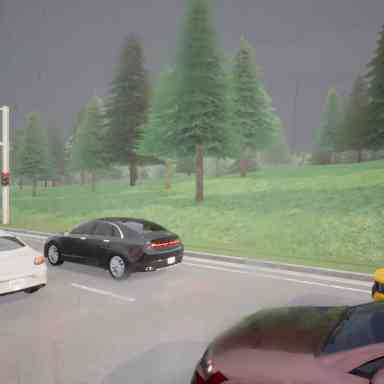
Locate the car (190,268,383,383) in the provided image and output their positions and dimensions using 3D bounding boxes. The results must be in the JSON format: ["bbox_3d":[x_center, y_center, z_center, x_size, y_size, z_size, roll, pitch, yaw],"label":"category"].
[{"bbox_3d":[2.027,1.564,2.546,4.181,1.385,1.994,0,0,35],"label":"car"}]

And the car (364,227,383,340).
[{"bbox_3d":[5.279,1.478,4.523,5.008,1.535,1.882,0,0,36],"label":"car"}]

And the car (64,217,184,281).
[{"bbox_3d":[-2.492,1.505,9.958,4.892,1.490,1.837,0,0,36],"label":"car"}]

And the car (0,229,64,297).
[{"bbox_3d":[-5.125,1.526,7.548,4.674,1.442,1.812,0,0,36],"label":"car"}]
